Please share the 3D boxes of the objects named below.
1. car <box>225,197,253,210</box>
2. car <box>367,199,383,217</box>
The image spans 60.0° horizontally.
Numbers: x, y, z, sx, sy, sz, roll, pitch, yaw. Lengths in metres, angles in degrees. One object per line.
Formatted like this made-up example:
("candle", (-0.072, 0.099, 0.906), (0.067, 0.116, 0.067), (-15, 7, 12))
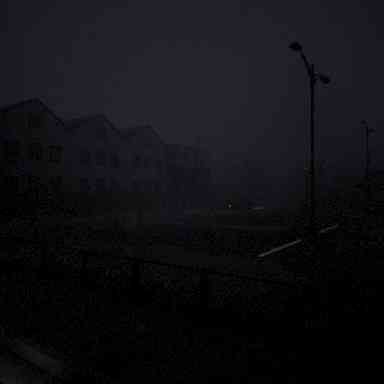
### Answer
("car", (5.632, 1.313, 39.493), (1.837, 1.490, 4.892), (0, 0, 35))
("car", (15.422, 1.298, 26.809), (2.007, 1.523, 4.514), (0, 0, 35))
